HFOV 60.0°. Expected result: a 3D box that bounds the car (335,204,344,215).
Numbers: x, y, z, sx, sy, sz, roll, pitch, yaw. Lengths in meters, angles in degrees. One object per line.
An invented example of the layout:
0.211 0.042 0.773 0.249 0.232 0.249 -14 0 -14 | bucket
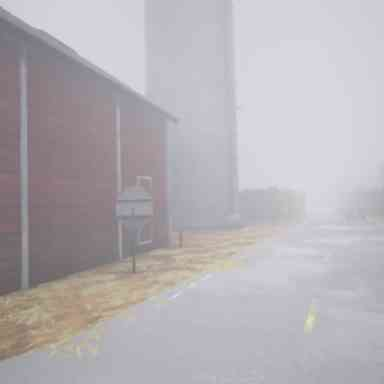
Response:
22.712 2.638 49.776 1.837 1.490 4.892 -2 -2 17 | car

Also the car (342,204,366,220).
18.171 2.378 37.069 1.994 1.385 4.181 -2 -2 22 | car
